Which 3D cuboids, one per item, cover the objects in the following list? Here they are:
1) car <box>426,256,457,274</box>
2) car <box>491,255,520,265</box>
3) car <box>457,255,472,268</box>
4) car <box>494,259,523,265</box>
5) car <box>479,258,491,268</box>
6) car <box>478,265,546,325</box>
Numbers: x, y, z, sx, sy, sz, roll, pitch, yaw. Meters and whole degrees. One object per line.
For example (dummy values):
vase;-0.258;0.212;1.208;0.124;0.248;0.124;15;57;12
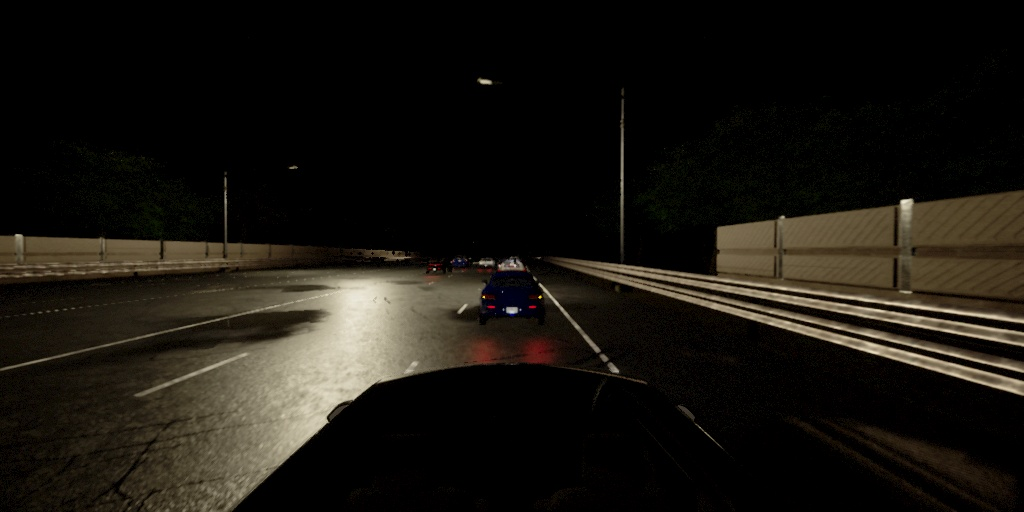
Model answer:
car;-6.939;0.928;34.591;1.837;1.490;4.892;0;0;1
car;-0.279;0.938;29.720;2.128;1.511;4.902;0;1;2
car;-6.666;0.661;48.519;2.097;1.767;4.553;0;0;2
car;0.001;1.098;23.722;1.895;1.301;4.718;0;1;0
car;-3.202;0.897;47.502;1.895;1.301;4.718;0;0;2
car;0.002;1.166;11.237;1.812;1.442;4.674;0;0;0
